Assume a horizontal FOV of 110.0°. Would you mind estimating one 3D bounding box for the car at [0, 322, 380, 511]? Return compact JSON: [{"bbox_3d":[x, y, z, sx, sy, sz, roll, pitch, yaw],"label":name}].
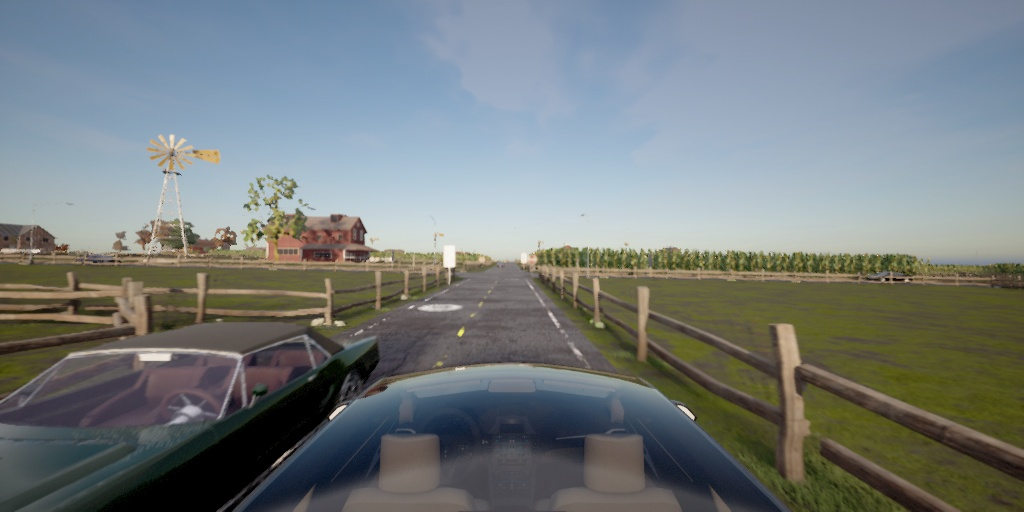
[{"bbox_3d":[-2.849,1.361,2.991,1.895,1.301,4.718,0,0,0],"label":"car"}]
